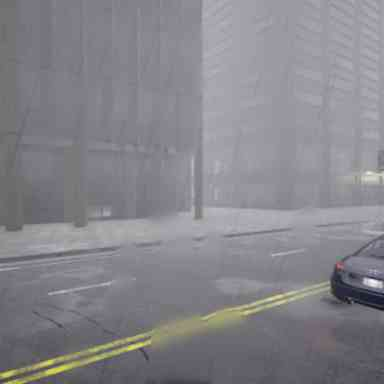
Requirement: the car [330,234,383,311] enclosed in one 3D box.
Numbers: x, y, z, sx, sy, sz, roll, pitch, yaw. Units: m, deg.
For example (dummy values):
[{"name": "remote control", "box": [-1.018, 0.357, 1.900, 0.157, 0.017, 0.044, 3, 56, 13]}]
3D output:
[{"name": "car", "box": [4.770, 1.543, 6.947, 4.181, 1.385, 1.994, 0, 0, -36]}]
